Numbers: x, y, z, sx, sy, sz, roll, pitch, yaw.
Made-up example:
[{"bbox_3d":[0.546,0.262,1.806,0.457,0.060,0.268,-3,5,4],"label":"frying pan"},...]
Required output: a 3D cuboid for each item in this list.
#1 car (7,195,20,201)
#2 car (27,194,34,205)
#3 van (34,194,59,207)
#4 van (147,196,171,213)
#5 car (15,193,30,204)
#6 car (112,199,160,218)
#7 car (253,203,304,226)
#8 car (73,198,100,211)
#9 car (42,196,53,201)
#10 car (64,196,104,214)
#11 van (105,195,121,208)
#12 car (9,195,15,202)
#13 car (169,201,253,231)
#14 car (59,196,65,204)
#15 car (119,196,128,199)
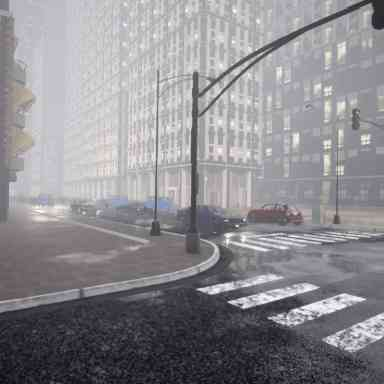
[{"bbox_3d":[-40.043,1.378,74.499,2.008,1.369,4.403,1,-1,-35],"label":"car"},{"bbox_3d":[-23.782,1.432,51.408,1.802,1.307,4.206,1,-1,-35],"label":"car"},{"bbox_3d":[-20.526,1.197,46.792,1.690,1.788,3.998,1,-1,-35],"label":"van"},{"bbox_3d":[-3.918,1.382,37.761,1.690,1.788,3.998,1,-1,-35],"label":"van"},{"bbox_3d":[-30.283,1.155,60.647,2.192,1.841,5.009,1,-1,-35],"label":"car"},{"bbox_3d":[-4.993,1.537,29.229,1.895,1.301,4.718,1,-1,-35],"label":"car"},{"bbox_3d":[5.838,1.505,23.906,1.967,1.590,4.097,1,-1,-35],"label":"car"},{"bbox_3d":[-12.848,1.444,40.410,1.812,1.442,4.674,1,-1,-35],"label":"car"},{"bbox_3d":[-36.447,1.570,83.941,1.802,1.307,4.206,1,-1,-35],"label":"car"},{"bbox_3d":[-10.772,1.427,32.935,2.008,1.369,4.403,1,-1,-35],"label":"car"},{"bbox_3d":[-10.422,1.368,46.998,1.690,1.788,3.998,1,-1,-35],"label":"van"},{"bbox_3d":[-36.792,1.396,69.881,1.947,1.339,4.313,1,-1,-35],"label":"car"},{"bbox_3d":[0.996,1.498,20.729,2.033,1.411,5.357,1,-1,-35],"label":"car"},{"bbox_3d":[-24.016,1.433,61.795,1.882,1.535,5.008,1,-1,-35],"label":"car"},{"bbox_3d":[-7.174,1.584,42.377,2.008,1.369,4.403,1,-1,-35],"label":"car"}]
